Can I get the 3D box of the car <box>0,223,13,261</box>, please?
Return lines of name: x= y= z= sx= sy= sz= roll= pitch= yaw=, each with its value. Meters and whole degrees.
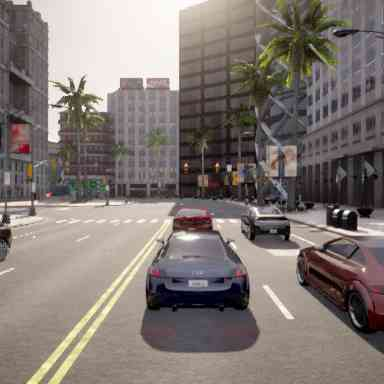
car: x=-7.078 y=1.491 z=9.452 sx=2.128 sy=1.511 sz=4.902 roll=0 pitch=0 yaw=0

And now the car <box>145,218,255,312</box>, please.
car: x=0.089 y=1.562 z=7.813 sx=1.994 sy=1.385 sz=4.181 roll=0 pitch=0 yaw=-1

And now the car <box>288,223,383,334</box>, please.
car: x=3.596 y=1.564 z=6.761 sx=1.994 sy=1.385 sz=4.181 roll=0 pitch=0 yaw=0

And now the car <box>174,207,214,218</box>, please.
car: x=0.090 y=1.478 z=16.799 sx=1.882 sy=1.535 sz=5.008 roll=0 pitch=0 yaw=2

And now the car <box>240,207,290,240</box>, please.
car: x=3.587 y=1.492 z=16.821 sx=2.128 sy=1.511 sz=4.902 roll=0 pitch=0 yaw=2
